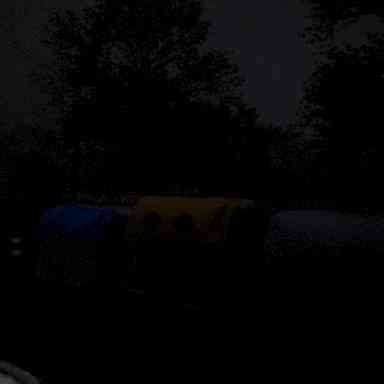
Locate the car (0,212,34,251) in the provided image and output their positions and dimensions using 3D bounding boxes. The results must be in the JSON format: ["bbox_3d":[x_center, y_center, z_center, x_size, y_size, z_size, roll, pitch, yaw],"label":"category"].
[{"bbox_3d":[-8.054,1.265,11.441,2.435,2.045,5.566,0,-1,14],"label":"car"}]
